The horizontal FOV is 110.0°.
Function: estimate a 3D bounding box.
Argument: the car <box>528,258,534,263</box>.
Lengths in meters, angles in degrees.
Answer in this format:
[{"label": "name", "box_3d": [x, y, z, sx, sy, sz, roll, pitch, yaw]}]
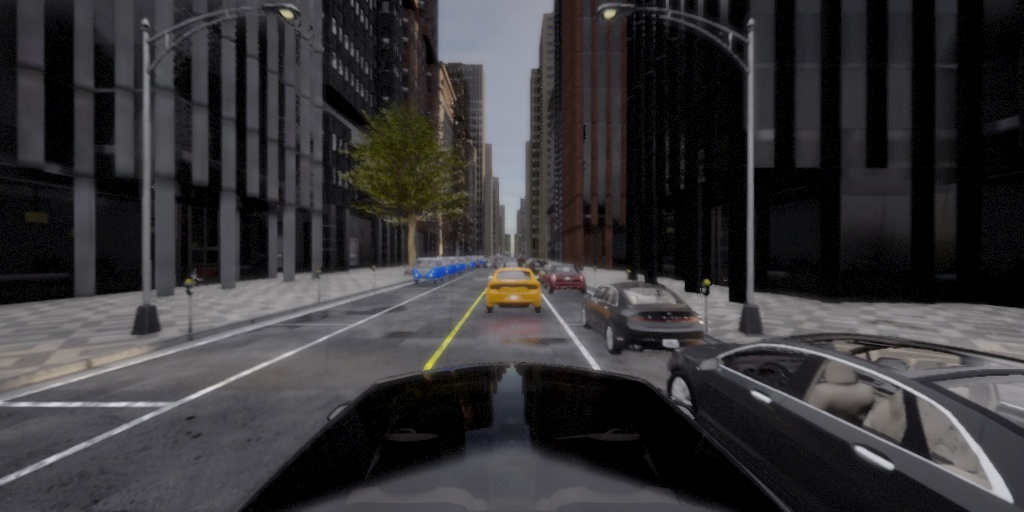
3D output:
[{"label": "car", "box_3d": [2.773, 1.194, 36.533, 1.948, 1.339, 4.313, 0, 0, 0]}]

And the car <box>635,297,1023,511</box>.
[{"label": "car", "box_3d": [2.763, 1.296, 2.821, 2.007, 1.370, 4.403, 0, 0, 0]}]

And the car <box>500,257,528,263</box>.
[{"label": "car", "box_3d": [0.082, 1.127, 30.273, 1.882, 1.535, 5.008, 0, 0, 0]}]

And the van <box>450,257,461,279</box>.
[{"label": "van", "box_3d": [-5.754, 0.988, 30.910, 1.690, 1.789, 3.998, 0, 0, 0]}]

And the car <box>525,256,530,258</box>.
[{"label": "car", "box_3d": [2.778, 1.100, 53.559, 1.751, 1.417, 4.829, 0, 0, 0]}]

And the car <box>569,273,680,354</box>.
[{"label": "car", "box_3d": [2.764, 1.276, 8.440, 2.007, 1.370, 4.403, 0, 0, 0]}]

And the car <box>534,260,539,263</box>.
[{"label": "car", "box_3d": [2.769, 1.191, 25.466, 1.751, 1.417, 4.829, 0, 0, 0]}]

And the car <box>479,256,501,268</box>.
[{"label": "car", "box_3d": [-3.067, 1.074, 50.489, 2.128, 1.511, 4.902, 0, 0, 0]}]

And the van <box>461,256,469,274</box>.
[{"label": "van", "box_3d": [-5.752, 0.969, 36.529, 1.690, 1.789, 3.998, 0, 0, 0]}]

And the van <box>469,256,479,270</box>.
[{"label": "van", "box_3d": [-5.749, 0.933, 47.765, 1.690, 1.789, 3.998, 0, 0, 0]}]

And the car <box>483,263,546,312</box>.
[{"label": "car", "box_3d": [0.073, 1.183, 14.018, 1.882, 1.535, 5.008, 0, 0, 0]}]

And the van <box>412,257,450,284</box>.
[{"label": "van", "box_3d": [-5.756, 1.007, 25.292, 1.690, 1.789, 3.998, 0, 0, 0]}]

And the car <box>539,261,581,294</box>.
[{"label": "car", "box_3d": [2.768, 1.125, 19.677, 1.967, 1.591, 4.097, 0, 0, 0]}]
